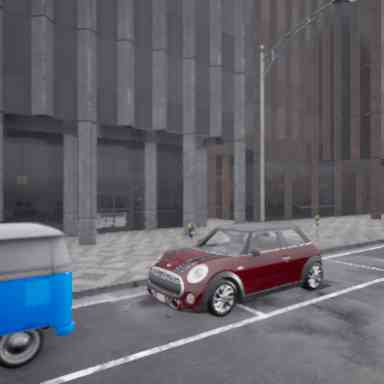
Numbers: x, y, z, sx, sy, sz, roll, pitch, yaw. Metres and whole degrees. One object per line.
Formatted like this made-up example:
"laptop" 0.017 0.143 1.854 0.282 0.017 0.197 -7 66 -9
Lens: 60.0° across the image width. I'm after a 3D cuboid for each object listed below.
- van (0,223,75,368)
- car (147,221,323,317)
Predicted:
"van" -3.547 1.340 4.122 3.998 1.788 1.690 0 0 -35
"car" 1.042 1.450 7.395 4.097 1.590 1.967 0 0 -35
